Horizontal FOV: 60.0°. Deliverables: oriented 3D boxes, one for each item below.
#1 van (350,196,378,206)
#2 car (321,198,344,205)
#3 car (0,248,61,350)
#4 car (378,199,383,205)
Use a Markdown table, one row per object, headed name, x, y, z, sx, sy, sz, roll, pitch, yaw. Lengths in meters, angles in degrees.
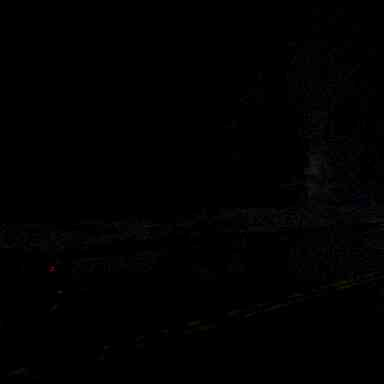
| name | x | y | z | sx | sy | sz | roll | pitch | yaw |
| --- | --- | --- | --- | --- | --- | --- | --- | --- | --- |
| van | 29.793 | 1.647 | 58.346 | 1.690 | 1.788 | 3.998 | 0 | 0 | -35 |
| car | 26.516 | 1.859 | 62.949 | 1.802 | 1.307 | 4.206 | 0 | 0 | -35 |
| car | -4.406 | 1.485 | 4.534 | 4.902 | 1.511 | 2.128 | 0 | 0 | -36 |
| car | 36.737 | 1.818 | 63.293 | 1.947 | 1.339 | 4.313 | 0 | 0 | -35 |
